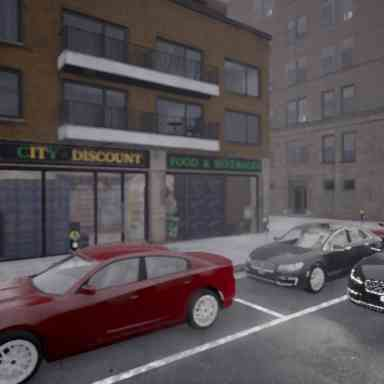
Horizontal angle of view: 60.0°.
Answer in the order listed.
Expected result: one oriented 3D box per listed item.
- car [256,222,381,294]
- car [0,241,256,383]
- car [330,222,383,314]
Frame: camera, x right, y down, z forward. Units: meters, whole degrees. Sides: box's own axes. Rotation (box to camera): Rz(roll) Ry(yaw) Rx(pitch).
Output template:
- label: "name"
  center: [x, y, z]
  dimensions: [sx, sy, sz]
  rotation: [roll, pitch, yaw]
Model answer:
- label: "car"
  center: [3.301, 1.505, 8.578]
  dimensions: [4.403, 1.369, 2.008]
  rotation: [0, 0, -36]
- label: "car"
  center: [-1.312, 1.533, 5.259]
  dimensions: [4.507, 1.381, 1.887]
  rotation: [0, 0, -36]
- label: "car"
  center: [5.087, 1.456, 6.736]
  dimensions: [4.892, 1.490, 1.837]
  rotation: [0, 0, -36]
